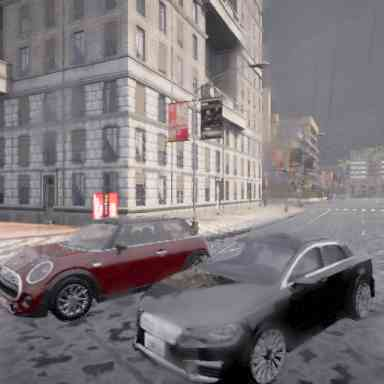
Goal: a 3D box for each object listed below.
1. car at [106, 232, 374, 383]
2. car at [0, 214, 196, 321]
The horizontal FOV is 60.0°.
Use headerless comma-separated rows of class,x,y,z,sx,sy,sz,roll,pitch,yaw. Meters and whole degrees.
car,1.359,1.491,5.501,4.902,1.511,2.128,0,0,-43
car,-1.707,1.352,7.454,4.553,1.767,2.097,0,0,-42
